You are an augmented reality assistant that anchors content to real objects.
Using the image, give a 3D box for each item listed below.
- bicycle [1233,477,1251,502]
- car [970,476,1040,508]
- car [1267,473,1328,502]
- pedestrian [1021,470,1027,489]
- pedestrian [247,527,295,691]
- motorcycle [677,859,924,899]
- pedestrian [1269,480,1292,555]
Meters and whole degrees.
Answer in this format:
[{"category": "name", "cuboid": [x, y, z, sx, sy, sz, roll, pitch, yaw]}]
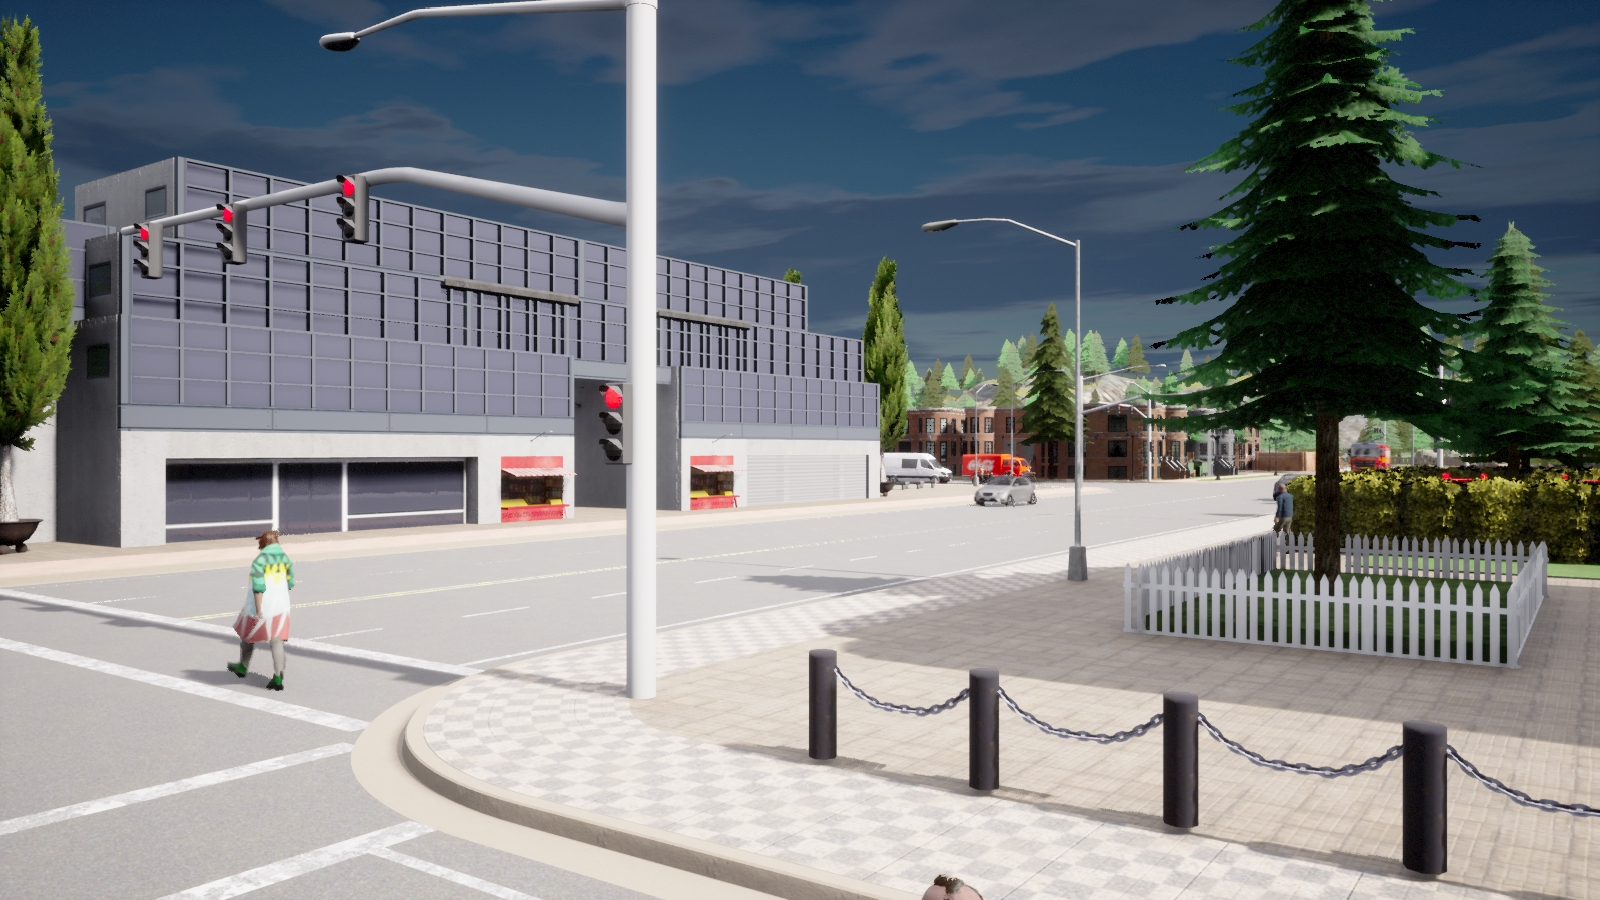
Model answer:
[{"category": "bicycle", "cuboid": [24.334, 2.158, 62.852, 0.859, 1.276, 1.487, 0, 0, 23]}, {"category": "car", "cuboid": [10.258, 2.065, 56.995, 1.816, 1.474, 4.193, 0, 0, 35]}, {"category": "car", "cuboid": [27.765, 2.063, 63.661, 2.163, 1.488, 4.792, 0, 0, 35]}, {"category": "pedestrian", "cuboid": [15.157, 1.976, 77.195, 0.375, 1.300, 0.375, 0, 0, 9]}, {"category": "pedestrian", "cuboid": [-6.217, 1.848, 13.428, 0.375, 1.860, 0.375, 0, 0, 33]}, {"category": "motorcycle", "cuboid": [0.509, 2.205, 3.428, 2.209, 1.251, 0.867, 0, 0, 35]}, {"category": "pedestrian", "cuboid": [12.108, 1.692, 28.768, 0.375, 1.860, 0.375, 0, 0, -26]}]
